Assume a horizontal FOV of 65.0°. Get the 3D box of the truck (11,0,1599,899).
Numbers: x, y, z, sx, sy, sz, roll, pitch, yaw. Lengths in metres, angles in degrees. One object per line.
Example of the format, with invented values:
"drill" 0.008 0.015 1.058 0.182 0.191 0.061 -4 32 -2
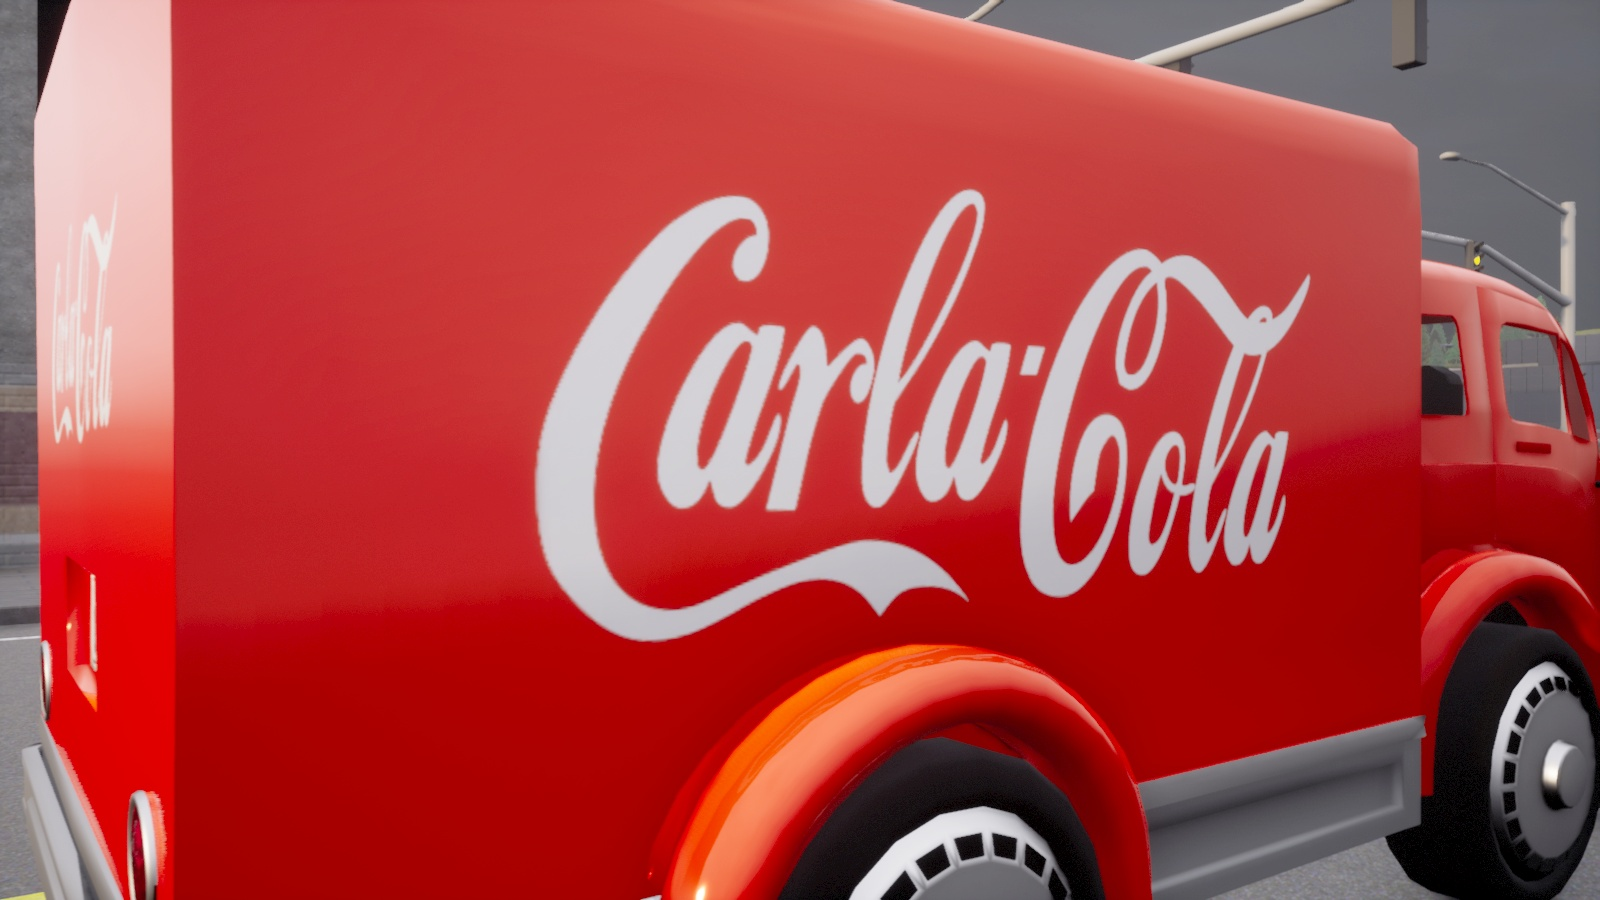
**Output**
"truck" 0.587 0.261 4.070 5.204 2.467 2.627 0 0 -35
